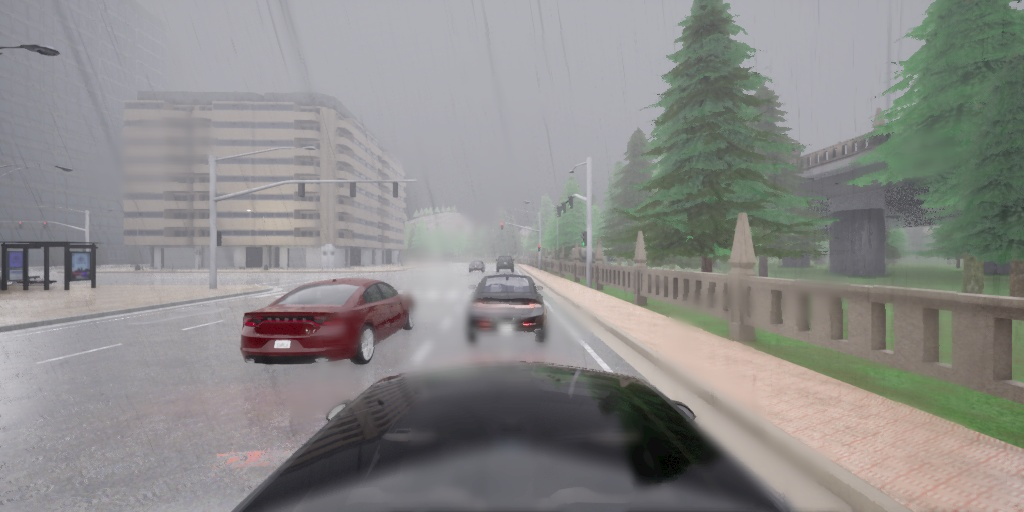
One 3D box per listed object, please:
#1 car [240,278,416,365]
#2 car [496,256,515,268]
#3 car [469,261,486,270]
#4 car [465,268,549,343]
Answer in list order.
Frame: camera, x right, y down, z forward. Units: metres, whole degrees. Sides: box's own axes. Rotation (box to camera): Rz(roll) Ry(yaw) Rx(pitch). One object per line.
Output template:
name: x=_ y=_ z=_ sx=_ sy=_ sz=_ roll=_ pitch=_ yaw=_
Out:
car: x=-3.595 y=1.228 z=8.081 sx=1.882 sy=1.535 sz=5.008 roll=0 pitch=0 yaw=0
car: x=-0.865 y=0.971 z=45.331 sx=2.150 sy=2.045 sz=5.566 roll=0 pitch=0 yaw=-1
car: x=-4.367 y=1.298 z=45.011 sx=2.033 sy=1.411 sz=5.357 roll=0 pitch=0 yaw=-1
car: x=-0.127 y=1.242 z=9.643 sx=2.128 sy=1.511 sz=4.902 roll=0 pitch=0 yaw=-1
